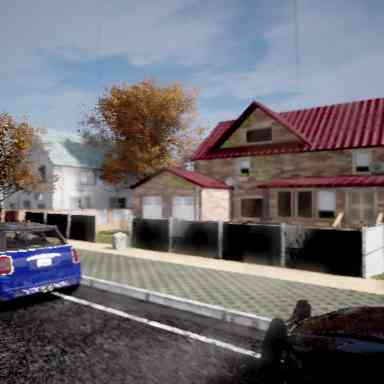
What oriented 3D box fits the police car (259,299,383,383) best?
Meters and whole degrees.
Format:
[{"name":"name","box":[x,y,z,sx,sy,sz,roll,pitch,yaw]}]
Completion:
[{"name":"police car","box":[3.103,1.514,2.477,5.238,1.638,1.930,-1,-2,36]}]

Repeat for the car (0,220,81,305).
[{"name":"car","box":[-4.839,1.527,8.321,4.553,1.767,2.097,-1,-2,36]}]
